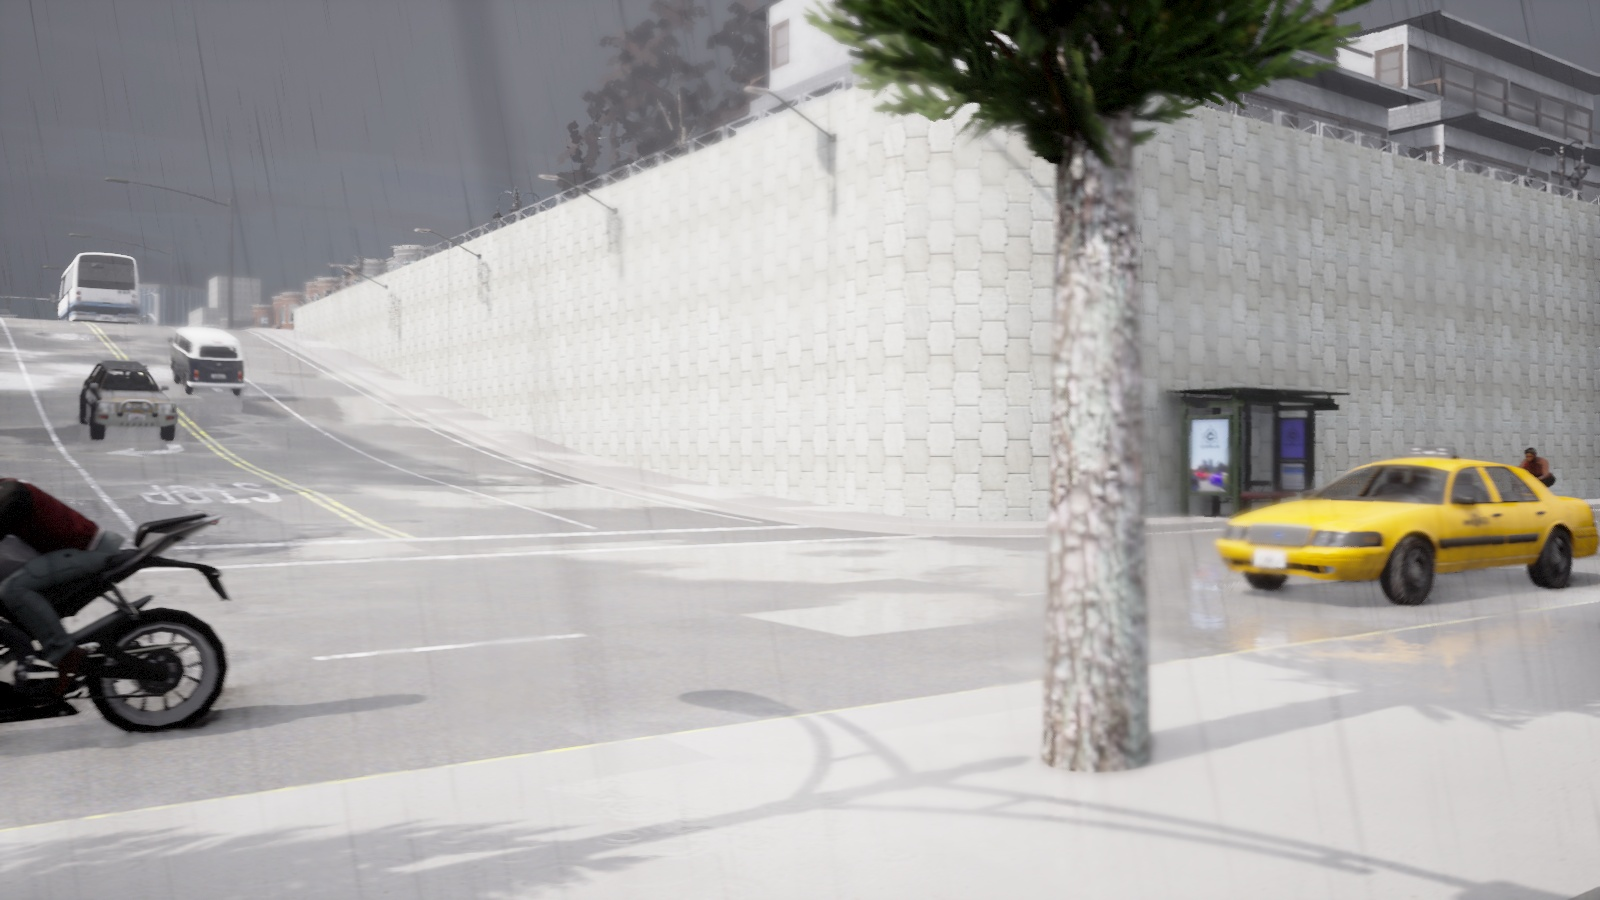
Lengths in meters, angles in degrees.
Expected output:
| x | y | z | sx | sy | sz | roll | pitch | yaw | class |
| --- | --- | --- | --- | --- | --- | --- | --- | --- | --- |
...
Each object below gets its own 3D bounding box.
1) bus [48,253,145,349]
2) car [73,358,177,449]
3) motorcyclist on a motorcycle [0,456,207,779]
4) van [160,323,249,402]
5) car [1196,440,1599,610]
| x | y | z | sx | sy | sz | roll | pitch | yaw | class |
| --- | --- | --- | --- | --- | --- | --- | --- | --- | --- |
| -40.670 | -8.370 | 72.374 | 3.944 | 4.253 | 10.273 | 0 | 0 | -35 | bus |
| -18.274 | -1.302 | 33.890 | 1.932 | 1.855 | 4.605 | 0 | 9 | -35 | car |
| -4.209 | 0.799 | 6.211 | 2.191 | 1.530 | 0.866 | 0 | 0 | -35 | motorcyclist on a motorcycle |
| -20.693 | -3.072 | 43.531 | 2.069 | 2.038 | 4.480 | 0 | 11 | -35 | van |
| 6.852 | 0.701 | 13.910 | 5.366 | 1.575 | 1.801 | 0 | 0 | -35 | car |
